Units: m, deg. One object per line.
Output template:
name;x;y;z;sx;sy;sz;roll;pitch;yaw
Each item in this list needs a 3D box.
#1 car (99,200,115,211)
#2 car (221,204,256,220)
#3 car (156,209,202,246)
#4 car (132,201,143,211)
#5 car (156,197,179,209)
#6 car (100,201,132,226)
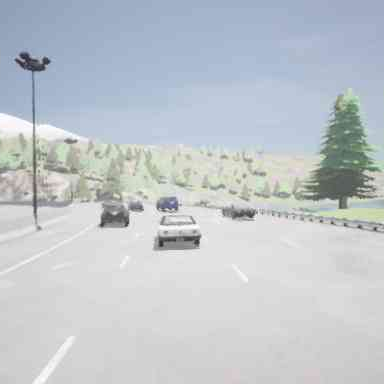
car;-13.887;2.173;54.306;1.882;1.535;5.008;0;-1;-22
car;4.098;1.755;30.398;1.895;1.301;4.718;-1;0;-11
car;-0.756;1.742;16.196;1.895;1.301;4.718;-1;0;-7
car;-8.606;2.048;49.926;2.128;1.511;4.902;-1;-1;-20
car;-3.470;1.646;45.945;2.150;2.045;5.566;0;0;-18
car;-6.088;1.678;26.536;2.097;1.767;4.553;-1;0;-11
